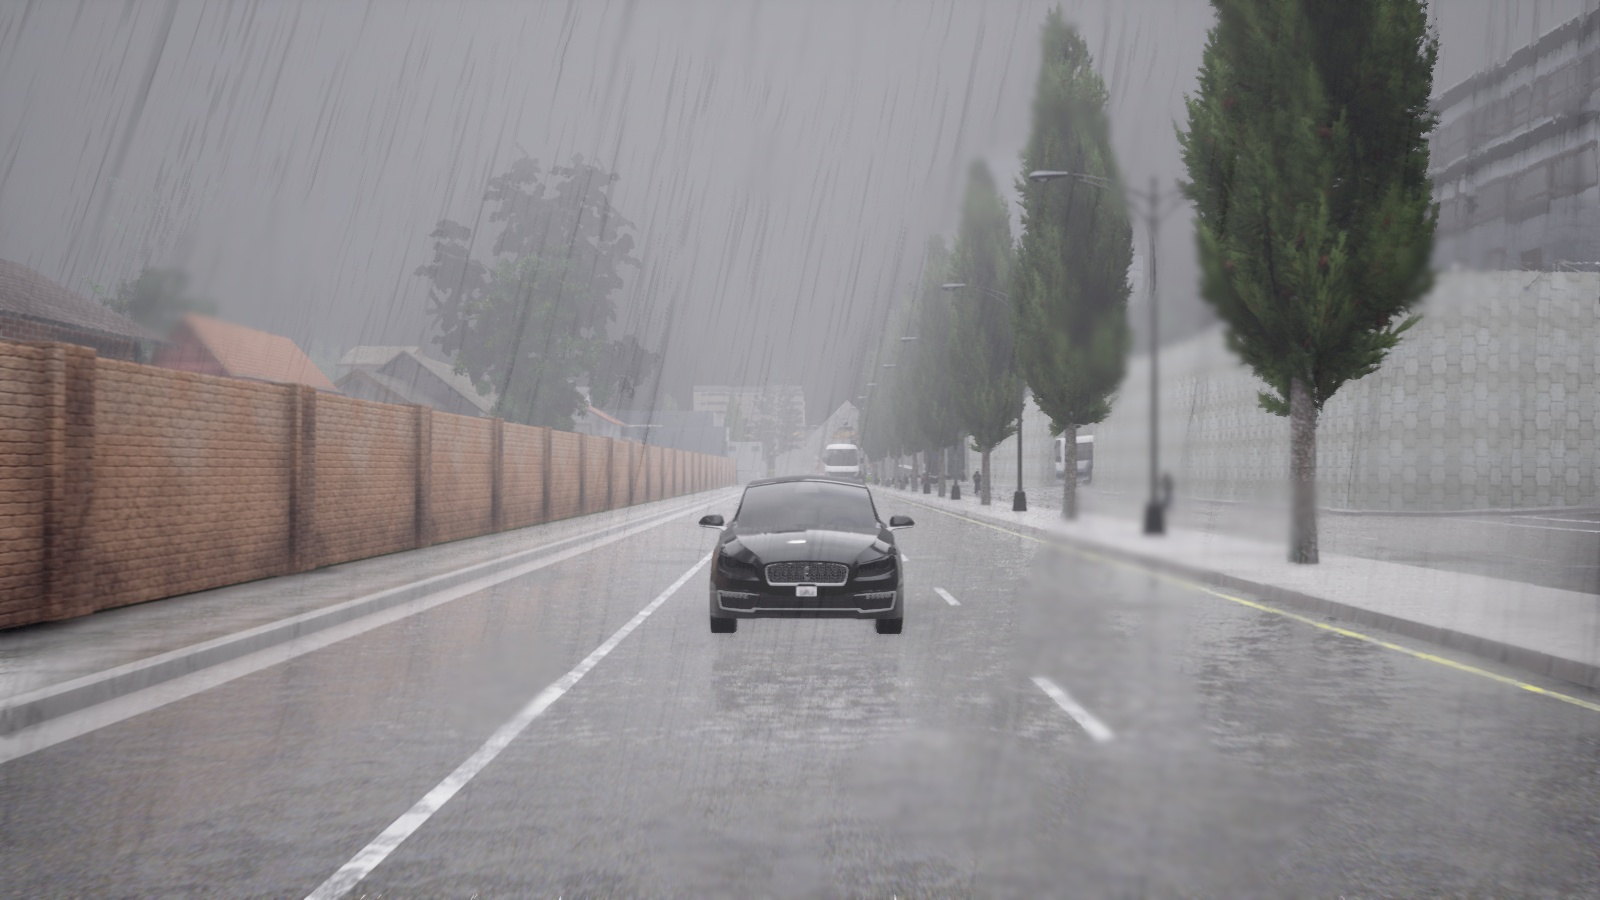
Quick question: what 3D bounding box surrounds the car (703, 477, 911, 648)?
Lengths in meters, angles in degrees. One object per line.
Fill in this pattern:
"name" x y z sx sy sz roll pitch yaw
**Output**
"car" 0.074 1.047 13.595 1.837 1.490 4.892 0 -1 0
